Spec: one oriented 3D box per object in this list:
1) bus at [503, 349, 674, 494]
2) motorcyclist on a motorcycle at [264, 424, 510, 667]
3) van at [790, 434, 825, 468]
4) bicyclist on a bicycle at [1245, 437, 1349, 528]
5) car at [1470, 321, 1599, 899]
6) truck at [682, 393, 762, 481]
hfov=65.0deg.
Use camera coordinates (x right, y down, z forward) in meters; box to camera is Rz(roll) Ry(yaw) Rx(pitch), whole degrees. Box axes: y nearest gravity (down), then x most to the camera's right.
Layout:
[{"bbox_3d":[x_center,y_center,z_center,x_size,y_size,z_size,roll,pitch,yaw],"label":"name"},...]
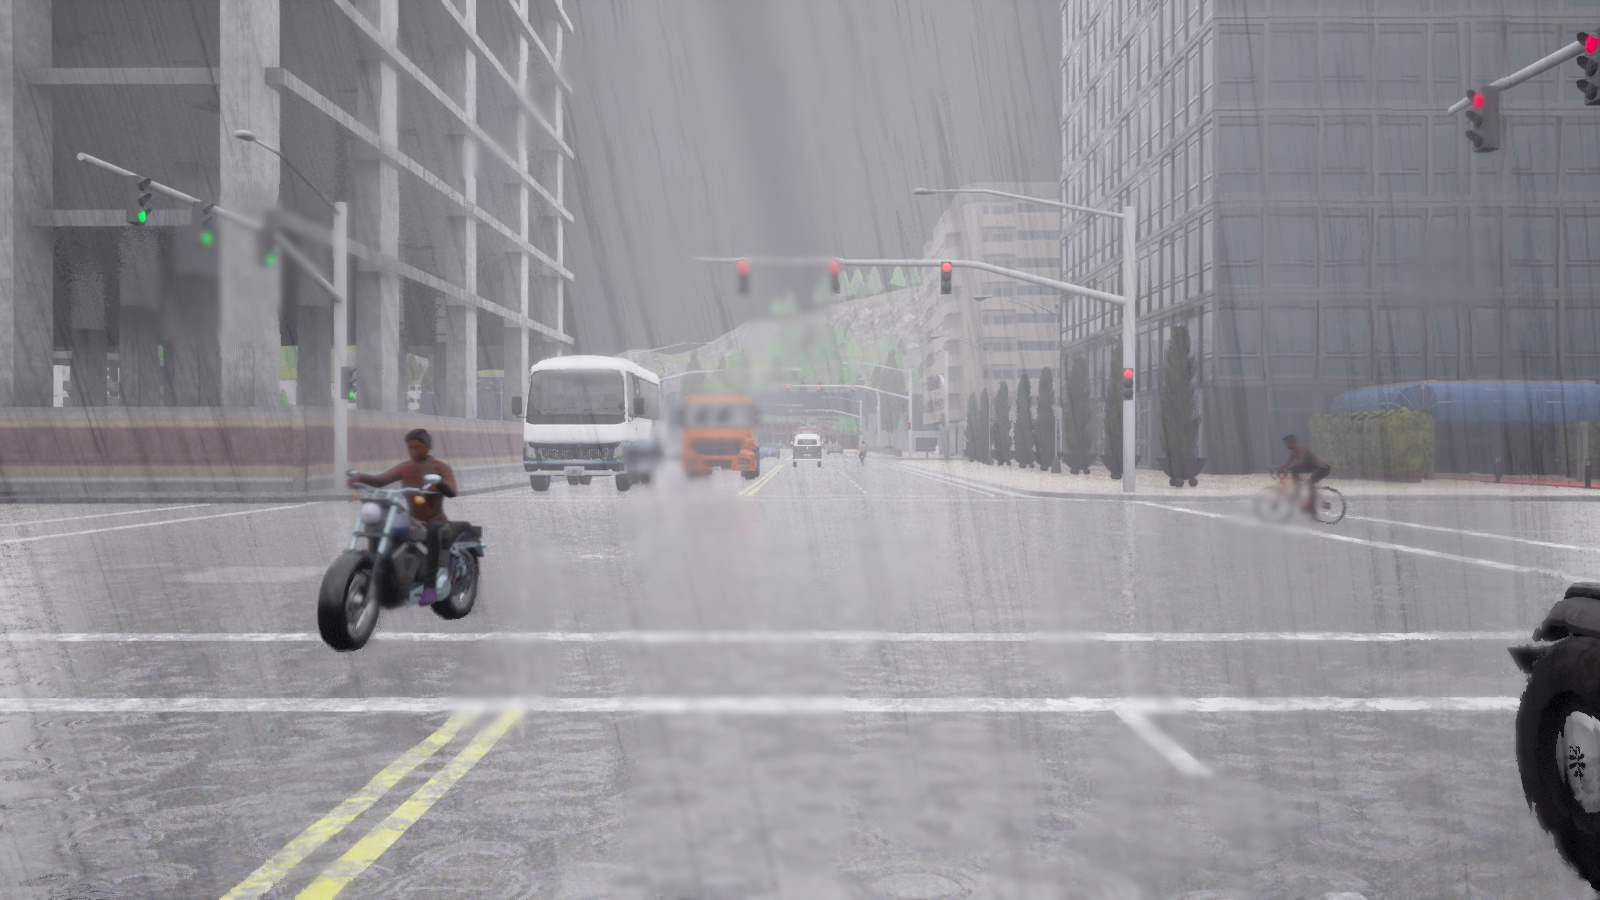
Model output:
[{"bbox_3d":[-6.747,-0.873,42.103,3.944,4.253,10.273,0,0,0],"label":"bus"},{"bbox_3d":[-3.116,0.639,9.790,0.766,1.649,2.350,1,1,11],"label":"motorcyclist on a motorcycle"},{"bbox_3d":[0.452,0.032,77.677,2.069,2.038,4.480,0,0,0],"label":"van"},{"bbox_3d":[9.011,0.578,22.784,1.656,1.620,0.582,0,0,-1],"label":"bicyclist on a bicycle"},{"bbox_3d":[3.532,0.529,2.910,1.905,1.878,3.866,0,0,0],"label":"car"},{"bbox_3d":[-3.185,-0.539,53.286,2.891,3.462,7.936,0,0,0],"label":"truck"}]
